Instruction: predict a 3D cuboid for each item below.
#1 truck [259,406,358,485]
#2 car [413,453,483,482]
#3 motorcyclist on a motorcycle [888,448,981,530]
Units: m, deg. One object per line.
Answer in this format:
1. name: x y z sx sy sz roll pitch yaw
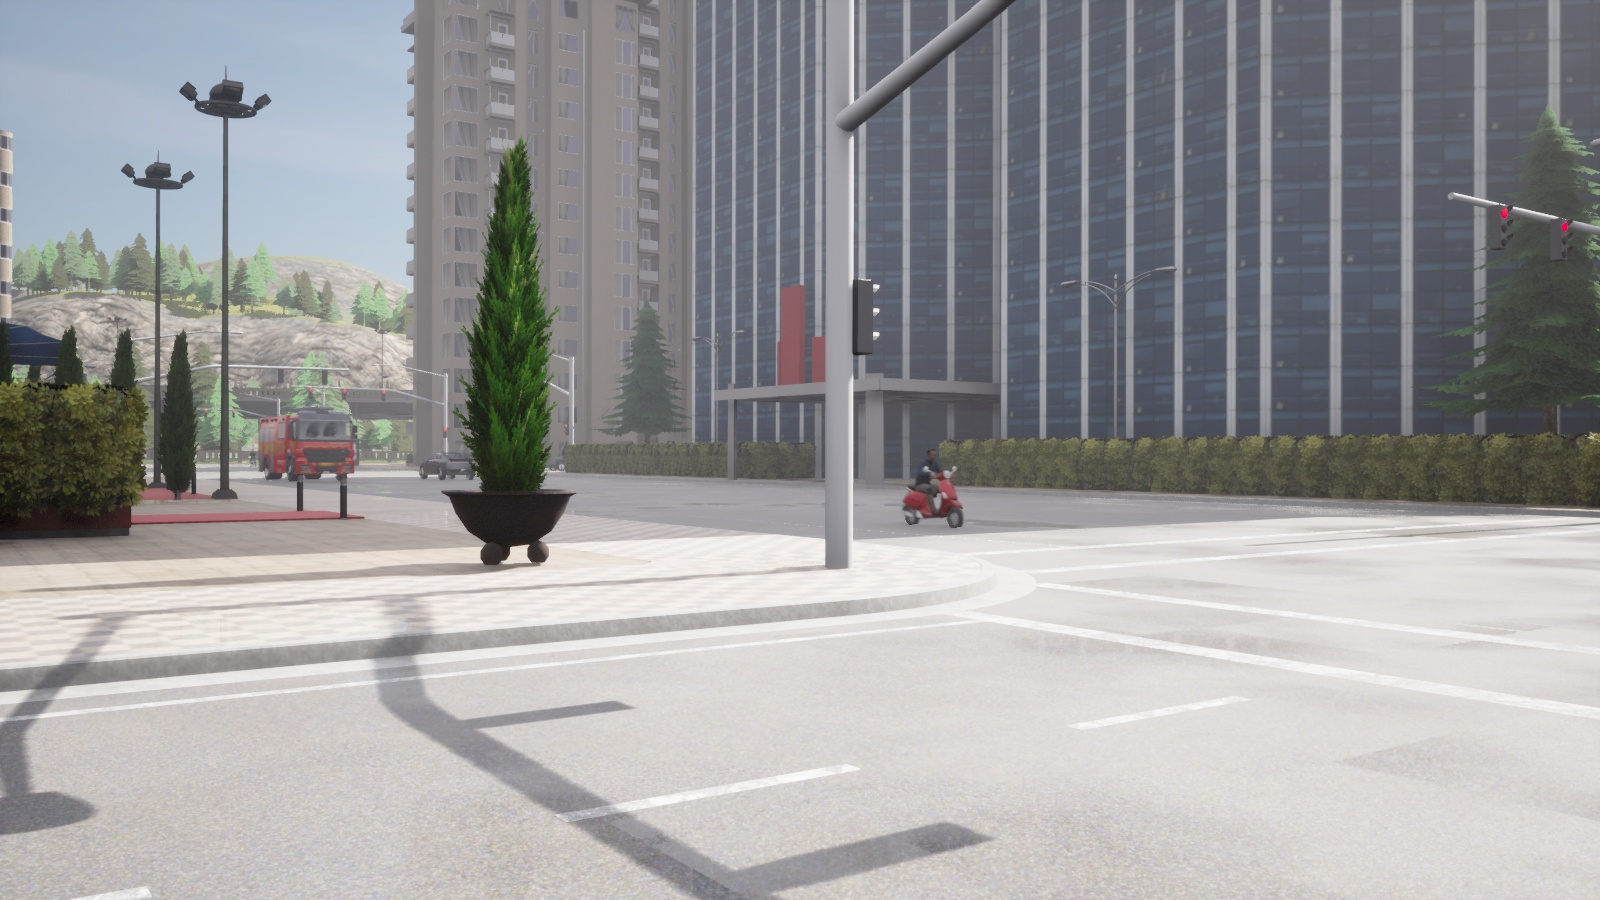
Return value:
1. truck: -25.812 -0.204 65.707 2.891 3.827 8.468 0 0 -35
2. car: -19.264 0.910 68.567 2.128 1.511 4.902 0 0 -35
3. motorcyclist on a motorcycle: 2.697 0.754 25.325 0.866 1.590 1.817 0 0 -35
